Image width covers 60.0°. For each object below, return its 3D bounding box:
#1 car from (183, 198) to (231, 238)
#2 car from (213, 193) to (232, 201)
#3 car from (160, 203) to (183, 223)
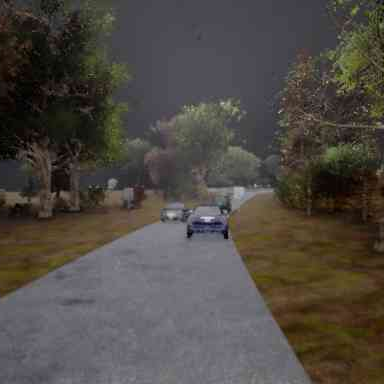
[{"bbox_3d":[0.907,1.416,18.376,2.097,1.767,4.553,0,0,4],"label":"car"},{"bbox_3d":[3.637,1.460,40.909,2.150,2.045,5.566,0,0,10],"label":"car"},{"bbox_3d":[-1.272,1.612,26.826,2.128,1.511,4.902,1,0,6],"label":"car"}]
